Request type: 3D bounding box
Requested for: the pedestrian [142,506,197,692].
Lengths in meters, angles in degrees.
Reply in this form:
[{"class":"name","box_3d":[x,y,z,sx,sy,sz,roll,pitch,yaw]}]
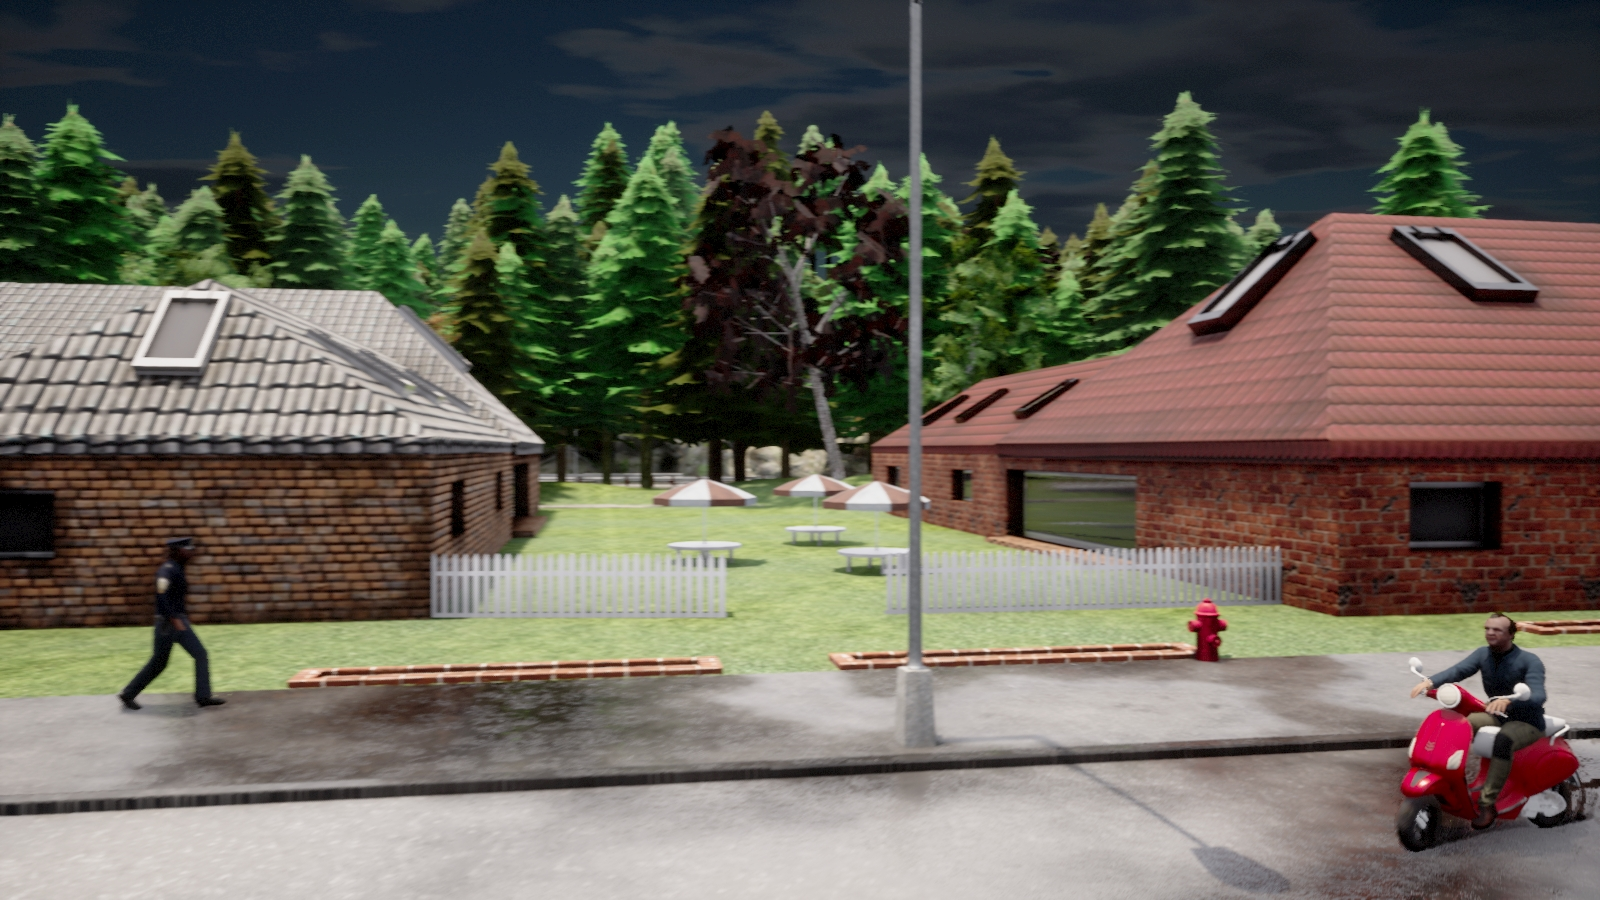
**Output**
[{"class":"pedestrian","box_3d":[-6.470,1.511,11.735,0.375,1.860,0.375,0,0,-7]}]
